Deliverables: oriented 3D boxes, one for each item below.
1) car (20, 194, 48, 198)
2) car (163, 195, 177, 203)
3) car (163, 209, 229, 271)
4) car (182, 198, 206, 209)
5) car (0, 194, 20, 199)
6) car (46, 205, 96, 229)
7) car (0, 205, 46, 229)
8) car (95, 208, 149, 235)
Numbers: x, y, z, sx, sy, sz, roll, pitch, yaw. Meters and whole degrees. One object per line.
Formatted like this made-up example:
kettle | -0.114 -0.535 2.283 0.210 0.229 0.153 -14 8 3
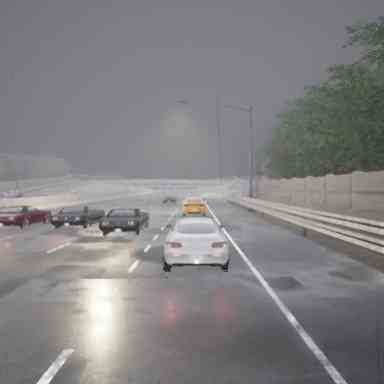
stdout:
car | -20.788 1.056 45.387 2.033 1.411 5.357 0 1 1
car | -3.240 1.029 50.403 1.895 1.301 4.718 0 1 1
car | 0.129 1.485 10.699 1.812 1.442 4.674 0 0 0
car | 0.188 1.214 28.740 1.882 1.535 5.008 0 1 0
car | -24.288 1.000 45.419 1.882 1.535 5.008 0 1 1
car | -6.855 1.456 20.436 1.895 1.301 4.718 0 1 0
car | -10.356 1.458 20.292 1.895 1.301 4.718 0 1 0
car | -3.466 1.490 17.929 1.895 1.301 4.718 0 1 0
